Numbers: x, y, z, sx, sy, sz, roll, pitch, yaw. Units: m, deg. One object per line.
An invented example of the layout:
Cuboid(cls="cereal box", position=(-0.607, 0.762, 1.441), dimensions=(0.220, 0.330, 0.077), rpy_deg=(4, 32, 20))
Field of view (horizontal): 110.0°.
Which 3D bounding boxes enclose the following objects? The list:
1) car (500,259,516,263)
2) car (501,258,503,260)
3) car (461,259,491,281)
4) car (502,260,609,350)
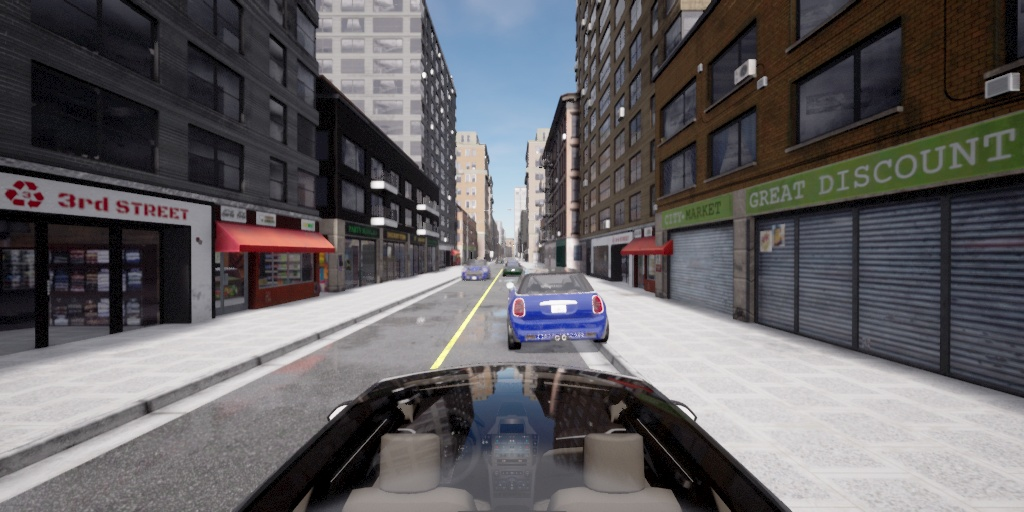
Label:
Cuboid(cls="car", position=(0.074, 1.274, 35.694), dimensions=(1.994, 1.385, 4.181), rpy_deg=(0, 0, -1))
Cuboid(cls="car", position=(0.031, 1.183, 47.145), dimensions=(2.128, 1.511, 4.902), rpy_deg=(0, 0, 0))
Cuboid(cls="car", position=(-2.856, 1.072, 29.342), dimensions=(2.097, 1.767, 4.553), rpy_deg=(0, 0, 0))
Cuboid(cls="car", position=(0.925, 1.063, 9.220), dimensions=(2.097, 1.767, 4.553), rpy_deg=(-2, 0, 0))
